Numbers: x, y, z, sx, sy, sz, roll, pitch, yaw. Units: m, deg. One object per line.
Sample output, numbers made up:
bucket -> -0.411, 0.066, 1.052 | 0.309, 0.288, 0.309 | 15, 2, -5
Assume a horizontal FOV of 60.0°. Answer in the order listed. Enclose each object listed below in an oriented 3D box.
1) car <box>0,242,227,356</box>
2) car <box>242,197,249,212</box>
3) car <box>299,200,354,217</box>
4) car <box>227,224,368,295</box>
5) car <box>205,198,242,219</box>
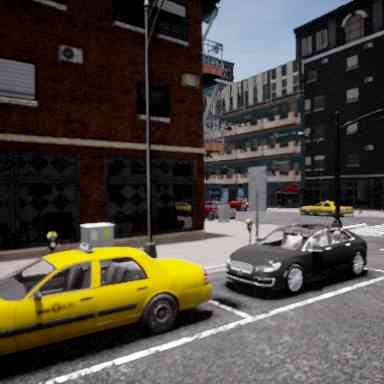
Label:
car -> -1.913, 1.522, 5.209 | 4.829, 1.417, 1.752 | 0, -1, -35
car -> 5.693, 1.391, 38.970 | 1.967, 1.590, 4.097 | -1, 1, -36
car -> 12.033, 1.448, 30.105 | 1.752, 1.417, 4.829 | -1, 1, -36
car -> 2.839, 1.536, 8.594 | 4.403, 1.369, 2.008 | 0, -1, -35
car -> 2.095, 1.517, 29.596 | 1.967, 1.590, 4.097 | -1, 1, -36
